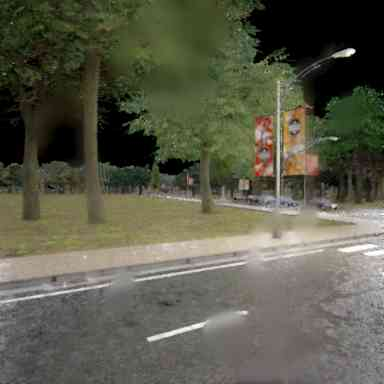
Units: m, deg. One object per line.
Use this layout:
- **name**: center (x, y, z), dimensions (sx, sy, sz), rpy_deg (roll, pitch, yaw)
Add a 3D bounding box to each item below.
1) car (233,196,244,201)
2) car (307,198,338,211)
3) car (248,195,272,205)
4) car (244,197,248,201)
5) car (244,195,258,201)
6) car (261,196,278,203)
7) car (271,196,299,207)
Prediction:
- **car**: center (11.658, 1.611, 82.555), dimensions (1.895, 1.301, 4.718), rpy_deg (0, 0, -12)
- **car**: center (16.702, 1.579, 42.752), dimensions (2.128, 1.511, 4.902), rpy_deg (0, 0, -12)
- **car**: center (12.731, 1.526, 61.885), dimensions (2.128, 1.511, 4.902), rpy_deg (0, 0, -12)
- **car**: center (13.824, 1.557, 72.367), dimensions (2.128, 1.511, 4.902), rpy_deg (0, 0, -12)
- **car**: center (14.804, 1.558, 83.384), dimensions (1.812, 1.442, 4.674), rpy_deg (0, 0, -12)
- **car**: center (16.941, 1.573, 73.337), dimensions (1.812, 1.442, 4.674), rpy_deg (0, 0, -12)
- **car**: center (14.773, 1.538, 51.958), dimensions (1.882, 1.535, 5.008), rpy_deg (0, 0, -12)
